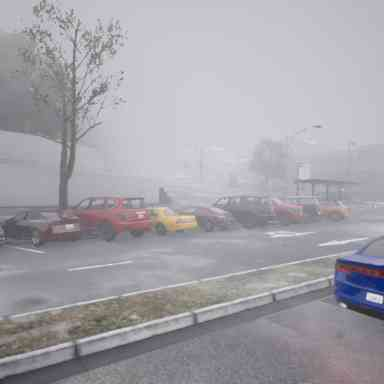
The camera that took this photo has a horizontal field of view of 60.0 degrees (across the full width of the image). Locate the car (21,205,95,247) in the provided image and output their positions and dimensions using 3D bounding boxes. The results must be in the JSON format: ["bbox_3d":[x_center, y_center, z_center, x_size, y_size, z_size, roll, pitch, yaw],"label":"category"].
[{"bbox_3d":[-7.025,1.524,15.216,4.792,1.488,2.163,-1,-1,35],"label":"car"}]

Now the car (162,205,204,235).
[{"bbox_3d":[-2.253,1.502,18.779,5.366,1.575,1.946,-1,-1,35],"label":"car"}]

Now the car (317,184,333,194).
[{"bbox_3d":[23.521,-0.427,58.202,2.435,2.045,5.566,7,3,35],"label":"car"}]

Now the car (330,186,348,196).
[{"bbox_3d":[25.207,0.136,55.727,2.002,1.452,4.674,7,3,35],"label":"car"}]

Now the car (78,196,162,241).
[{"bbox_3d":[-4.577,1.247,16.956,5.566,2.045,2.435,-1,-1,35],"label":"car"}]

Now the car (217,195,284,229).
[{"bbox_3d":[2.788,1.262,22.154,5.566,2.045,2.435,-1,-1,35],"label":"car"}]

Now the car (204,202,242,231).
[{"bbox_3d":[0.357,1.548,20.401,4.674,1.452,2.002,-1,-1,35],"label":"car"}]

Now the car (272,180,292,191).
[{"bbox_3d":[18.326,-0.993,65.599,2.231,1.521,4.892,7,3,35],"label":"car"}]

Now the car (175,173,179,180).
[{"bbox_3d":[-2.504,-4.363,95.041,2.435,2.045,5.566,1,-1,35],"label":"car"}]

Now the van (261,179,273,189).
[{"bbox_3d":[16.570,-1.491,67.964,1.878,1.987,4.442,7,4,35],"label":"van"}]

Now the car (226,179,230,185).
[{"bbox_3d":[9.714,-2.318,77.964,2.002,1.452,4.674,7,3,35],"label":"car"}]

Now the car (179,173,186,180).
[{"bbox_3d":[-0.737,-4.085,92.690,2.185,1.767,4.553,4,1,34],"label":"car"}]

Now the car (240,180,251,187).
[{"bbox_3d":[13.278,-1.812,73.174,1.946,1.575,5.366,7,3,35],"label":"car"}]

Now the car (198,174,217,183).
[{"bbox_3d":[4.623,-3.176,85.484,1.946,1.575,5.366,7,3,34],"label":"car"}]

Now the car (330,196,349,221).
[{"bbox_3d":[10.259,1.403,27.264,4.553,1.767,2.185,-1,-1,35],"label":"car"}]

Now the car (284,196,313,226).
[{"bbox_3d":[5.304,1.266,23.854,5.566,2.045,2.435,-1,-1,35],"label":"car"}]

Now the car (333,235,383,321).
[{"bbox_3d":[4.841,1.487,6.560,5.008,1.535,1.882,0,0,-35],"label":"car"}]

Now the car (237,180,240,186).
[{"bbox_3d":[11.451,-2.044,75.498,2.002,1.452,4.674,7,4,35],"label":"car"}]

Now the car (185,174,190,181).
[{"bbox_3d":[0.988,-3.851,90.217,2.185,1.767,4.553,6,3,34],"label":"car"}]

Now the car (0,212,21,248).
[{"bbox_3d":[-9.448,1.493,13.474,4.892,1.521,2.231,-1,-1,35],"label":"car"}]

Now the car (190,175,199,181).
[{"bbox_3d":[2.777,-3.699,87.747,2.435,2.045,5.566,7,3,34],"label":"car"}]

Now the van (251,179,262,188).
[{"bbox_3d":[14.846,-1.765,70.439,1.878,1.987,4.442,7,4,35],"label":"van"}]

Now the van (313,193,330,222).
[{"bbox_3d":[7.846,1.296,25.518,4.442,1.987,1.878,-1,-1,35],"label":"van"}]
